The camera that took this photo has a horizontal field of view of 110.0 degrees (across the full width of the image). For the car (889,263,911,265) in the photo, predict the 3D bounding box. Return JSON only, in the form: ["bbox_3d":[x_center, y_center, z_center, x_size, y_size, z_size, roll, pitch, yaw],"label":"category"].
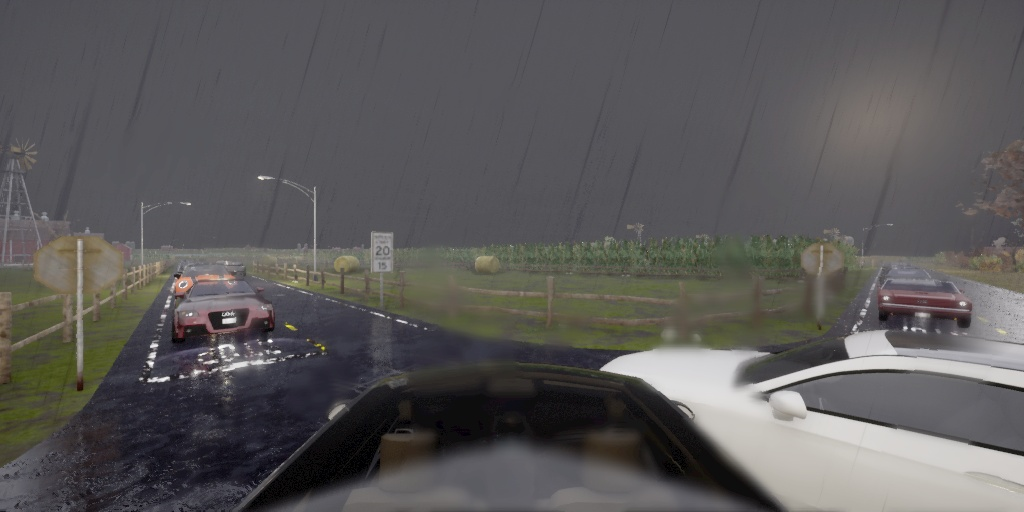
[{"bbox_3d":[26.996,1.408,24.793,4.181,1.385,1.994,0,1,-44],"label":"car"}]

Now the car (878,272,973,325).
[{"bbox_3d":[13.353,1.400,11.773,4.718,1.301,1.895,0,1,-44],"label":"car"}]

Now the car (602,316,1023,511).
[{"bbox_3d":[2.808,1.293,2.556,1.812,1.442,4.674,0,1,-45],"label":"car"}]

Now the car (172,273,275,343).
[{"bbox_3d":[-8.081,1.362,9.984,1.994,1.385,4.181,0,0,-43],"label":"car"}]

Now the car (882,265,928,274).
[{"bbox_3d":[20.334,1.368,18.440,5.357,1.411,2.033,0,1,-44],"label":"car"}]

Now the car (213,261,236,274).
[{"bbox_3d":[-34.327,1.338,42.774,1.837,1.490,4.892,0,0,-42],"label":"car"}]

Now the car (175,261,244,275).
[{"bbox_3d":[-13.952,1.152,16.383,2.097,1.767,4.553,0,0,-43],"label":"car"}]

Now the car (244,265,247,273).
[{"bbox_3d":[-27.497,1.311,35.415,2.128,1.511,4.902,0,0,-42],"label":"car"}]
